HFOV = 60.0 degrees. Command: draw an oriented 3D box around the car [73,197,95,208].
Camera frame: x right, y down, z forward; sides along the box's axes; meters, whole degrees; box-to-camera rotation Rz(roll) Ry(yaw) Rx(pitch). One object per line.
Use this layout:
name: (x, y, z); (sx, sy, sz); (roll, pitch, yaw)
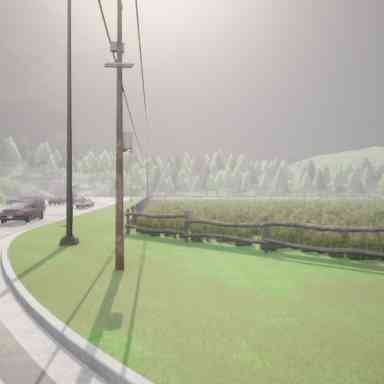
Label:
car: (-15.375, 1.646, 48.259); (1.895, 1.301, 4.718); (0, 0, -7)

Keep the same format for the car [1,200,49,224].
car: (-12.708, 1.553, 25.113); (1.812, 1.442, 4.674); (0, 0, -7)

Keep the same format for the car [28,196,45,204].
car: (-31.880, 1.625, 68.321); (1.994, 1.385, 4.181); (0, 0, -7)

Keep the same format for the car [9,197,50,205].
car: (-17.476, 1.586, 35.914); (2.033, 1.411, 5.357); (0, 0, -7)

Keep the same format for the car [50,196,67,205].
car: (-23.686, 1.564, 58.360); (1.837, 1.490, 4.892); (0, 0, -7)

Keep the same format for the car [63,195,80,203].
car: (-24.878, 1.439, 68.711); (2.033, 1.411, 5.357); (0, 0, -7)
